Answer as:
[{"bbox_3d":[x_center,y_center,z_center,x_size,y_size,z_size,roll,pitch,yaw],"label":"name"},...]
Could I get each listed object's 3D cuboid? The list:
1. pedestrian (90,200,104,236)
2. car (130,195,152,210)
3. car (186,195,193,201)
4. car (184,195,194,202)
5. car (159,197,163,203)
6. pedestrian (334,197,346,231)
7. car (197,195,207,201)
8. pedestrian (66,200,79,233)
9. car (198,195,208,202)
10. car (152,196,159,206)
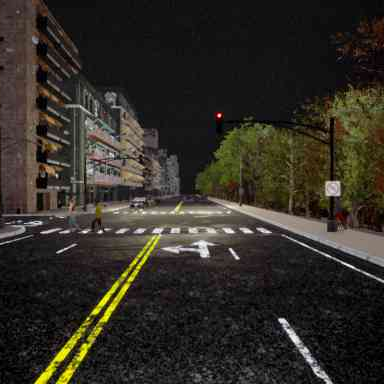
[{"bbox_3d":[-4.847,1.295,16.977,0.375,1.860,0.375,0,0,0],"label":"pedestrian"},{"bbox_3d":[-6.975,1.500,44.075,2.128,1.511,4.902,0,0,0],"label":"car"},{"bbox_3d":[-0.724,1.491,84.931,1.812,1.442,4.674,0,0,0],"label":"car"},{"bbox_3d":[-0.636,1.545,74.507,2.128,1.511,4.902,0,0,0],"label":"car"},{"bbox_3d":[-7.091,1.623,67.558,1.895,1.301,4.718,0,0,0],"label":"car"},{"bbox_3d":[7.818,1.143,17.783,0.375,1.860,0.375,0,0,0],"label":"pedestrian"},{"bbox_3d":[2.525,1.492,84.958,2.128,1.511,4.902,0,0,0],"label":"car"},{"bbox_3d":[-6.580,1.299,18.261,0.375,1.860,0.375,0,0,0],"label":"pedestrian"},{"bbox_3d":[2.614,1.546,74.538,2.128,1.511,4.902,0,0,0],"label":"car"},{"bbox_3d":[-7.049,1.365,53.879,2.097,1.767,4.553,0,0,-1],"label":"car"}]
